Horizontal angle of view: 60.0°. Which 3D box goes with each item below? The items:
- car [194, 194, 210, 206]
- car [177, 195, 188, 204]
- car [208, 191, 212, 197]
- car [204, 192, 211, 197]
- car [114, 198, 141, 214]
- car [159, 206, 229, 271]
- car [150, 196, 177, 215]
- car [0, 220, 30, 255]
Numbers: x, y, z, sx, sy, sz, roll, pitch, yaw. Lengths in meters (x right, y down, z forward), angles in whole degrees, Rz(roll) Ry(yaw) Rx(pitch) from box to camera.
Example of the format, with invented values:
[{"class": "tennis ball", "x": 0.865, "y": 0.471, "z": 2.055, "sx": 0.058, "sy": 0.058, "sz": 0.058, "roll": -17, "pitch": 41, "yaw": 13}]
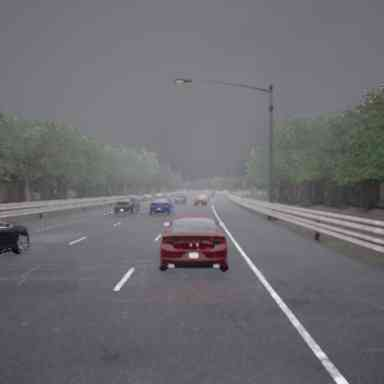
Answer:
[{"class": "car", "x": 1.333, "y": 1.369, "z": 50.688, "sx": 1.895, "sy": 1.301, "sz": 4.718, "roll": 0, "pitch": 0, "yaw": 3}, {"class": "car", "x": -1.816, "y": 1.227, "z": 55.644, "sx": 2.128, "sy": 1.511, "sz": 4.902, "roll": 0, "pitch": 0, "yaw": 3}, {"class": "car", "x": 3.081, "y": 1.104, "z": 77.406, "sx": 1.837, "sy": 1.490, "sz": 4.892, "roll": 0, "pitch": 0, "yaw": 5}, {"class": "car", "x": 2.026, "y": 1.180, "z": 62.519, "sx": 1.882, "sy": 1.535, "sz": 5.008, "roll": 0, "pitch": 0, "yaw": 4}, {"class": "car", "x": -6.343, "y": 1.361, "z": 32.967, "sx": 1.837, "sy": 1.490, "sz": 4.892, "roll": 0, "pitch": 1, "yaw": 2}, {"class": "car", "x": 0.073, "y": 1.436, "z": 10.848, "sx": 1.882, "sy": 1.535, "sz": 5.008, "roll": 0, "pitch": 0, "yaw": 1}, {"class": "car", "x": -2.865, "y": 1.339, "z": 32.273, "sx": 1.882, "sy": 1.535, "sz": 5.008, "roll": 0, "pitch": 0, "yaw": 2}, {"class": "car", "x": -6.847, "y": 1.448, "z": 10.185, "sx": 2.128, "sy": 1.511, "sz": 4.902, "roll": 0, "pitch": 0, "yaw": 1}]
